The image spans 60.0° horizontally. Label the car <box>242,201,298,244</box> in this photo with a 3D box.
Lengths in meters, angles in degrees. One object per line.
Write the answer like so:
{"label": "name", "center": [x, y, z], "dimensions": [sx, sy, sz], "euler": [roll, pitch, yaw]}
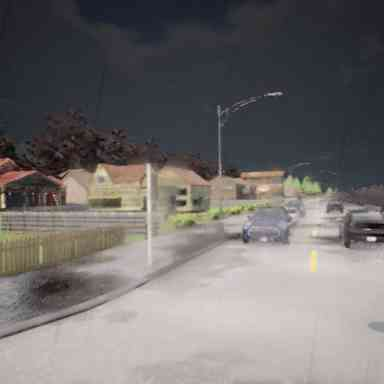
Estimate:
{"label": "car", "center": [3.966, 1.537, 16.855], "dimensions": [2.097, 1.767, 4.553], "euler": [-1, -1, 21]}

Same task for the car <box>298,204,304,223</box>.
{"label": "car", "center": [7.201, 1.855, 25.345], "dimensions": [1.895, 1.301, 4.718], "euler": [-1, -1, 21]}

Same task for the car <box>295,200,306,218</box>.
{"label": "car", "center": [10.662, 1.680, 34.409], "dimensions": [2.097, 1.767, 4.553], "euler": [-1, -1, 21]}

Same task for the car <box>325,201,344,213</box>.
{"label": "car", "center": [17.522, 1.814, 40.814], "dimensions": [1.837, 1.490, 4.892], "euler": [-1, 0, 21]}

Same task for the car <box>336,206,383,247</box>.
{"label": "car", "center": [7.865, 1.603, 15.261], "dimensions": [1.837, 1.490, 4.892], "euler": [-1, -1, 21]}
